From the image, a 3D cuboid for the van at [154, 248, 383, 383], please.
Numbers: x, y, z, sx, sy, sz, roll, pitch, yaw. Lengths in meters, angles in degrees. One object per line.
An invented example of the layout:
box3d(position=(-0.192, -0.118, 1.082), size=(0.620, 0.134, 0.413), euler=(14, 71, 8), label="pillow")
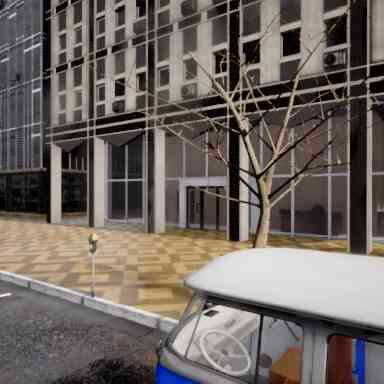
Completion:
box3d(position=(1.559, 1.341, 1.758), size=(3.998, 1.788, 1.690), euler=(0, 0, 36), label="van")
